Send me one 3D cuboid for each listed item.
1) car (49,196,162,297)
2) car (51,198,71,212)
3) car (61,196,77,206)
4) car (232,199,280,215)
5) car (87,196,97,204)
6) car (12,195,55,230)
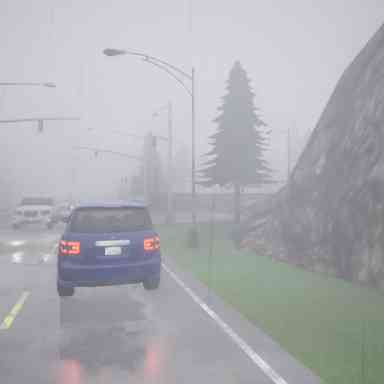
[{"bbox_3d":[-2.280,1.221,8.946,2.150,2.045,5.566,0,0,-17],"label":"car"},{"bbox_3d":[-15.456,1.526,39.416,1.812,1.442,4.674,0,0,-17],"label":"car"},{"bbox_3d":[-20.061,1.490,54.369,2.128,1.511,4.902,0,0,-17],"label":"car"},{"bbox_3d":[6.403,1.505,33.334,4.892,1.490,1.837,0,0,-18],"label":"car"},{"bbox_3d":[-19.446,1.526,64.551,1.812,1.442,4.674,0,0,-17],"label":"car"},{"bbox_3d":[-10.023,1.221,21.689,2.150,2.045,5.566,0,0,-17],"label":"car"}]
